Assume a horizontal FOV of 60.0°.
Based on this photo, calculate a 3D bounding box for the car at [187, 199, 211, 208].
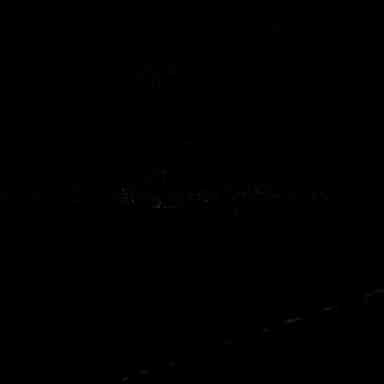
[{"bbox_3d":[1.147,1.801,52.608,1.812,1.442,4.674,2,-1,-39],"label":"car"}]

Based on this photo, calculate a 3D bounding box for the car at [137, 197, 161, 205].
[{"bbox_3d":[-8.223,1.739,63.718,2.128,1.511,4.902,2,-1,-41],"label":"car"}]

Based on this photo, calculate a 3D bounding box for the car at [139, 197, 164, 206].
[{"bbox_3d":[-6.722,1.708,57.734,1.812,1.442,4.674,2,-1,-40],"label":"car"}]
